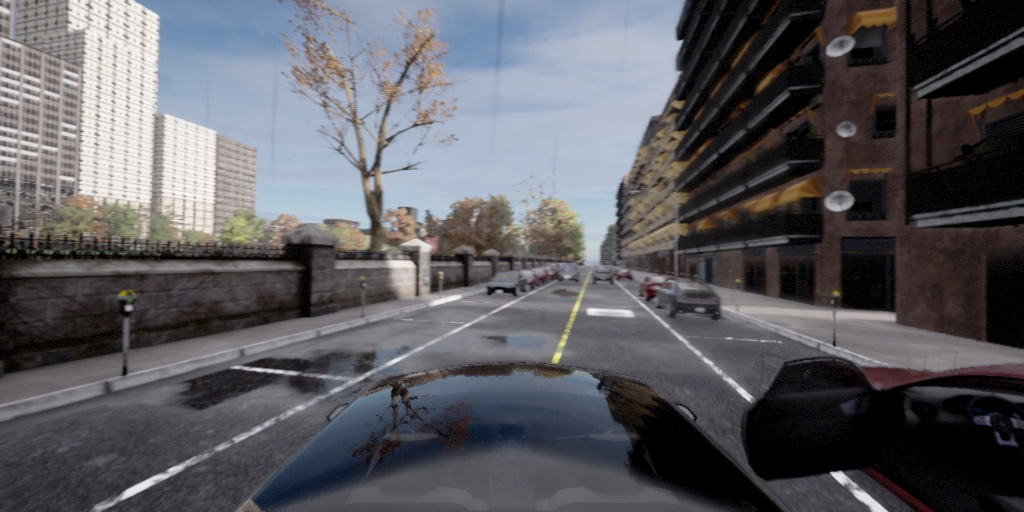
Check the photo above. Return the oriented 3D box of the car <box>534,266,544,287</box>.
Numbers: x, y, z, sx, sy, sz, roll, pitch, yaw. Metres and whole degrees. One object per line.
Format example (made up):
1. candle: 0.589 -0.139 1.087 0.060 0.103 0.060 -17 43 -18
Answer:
1. car: 1.053 1.691 26.881 1.802 1.307 4.207 0 0 13

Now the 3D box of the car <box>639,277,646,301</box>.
1. car: 7.976 1.680 19.532 1.888 1.381 4.507 0 0 13

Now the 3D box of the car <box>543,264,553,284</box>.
1. car: 2.300 1.752 32.368 1.888 1.381 4.507 0 0 13

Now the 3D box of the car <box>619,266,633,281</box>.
1. car: 12.965 2.121 41.486 1.802 1.307 4.207 0 0 13

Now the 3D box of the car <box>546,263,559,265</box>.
1. car: 3.547 1.750 37.855 1.967 1.591 4.097 0 0 13

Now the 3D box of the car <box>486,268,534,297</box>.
1. car: -0.194 1.578 21.391 1.948 1.339 4.313 0 0 13

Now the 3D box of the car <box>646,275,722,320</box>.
1. car: 6.728 1.589 14.042 2.007 1.370 4.403 0 0 13

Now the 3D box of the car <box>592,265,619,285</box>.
1. car: 8.516 1.832 33.628 2.128 1.511 4.902 1 -1 13

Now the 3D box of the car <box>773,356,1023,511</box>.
1. car: 3.655 1.346 1.995 1.812 1.442 4.674 1 -1 13

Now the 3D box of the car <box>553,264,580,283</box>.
1. car: 5.512 1.790 34.558 2.128 1.511 4.902 1 -1 13
